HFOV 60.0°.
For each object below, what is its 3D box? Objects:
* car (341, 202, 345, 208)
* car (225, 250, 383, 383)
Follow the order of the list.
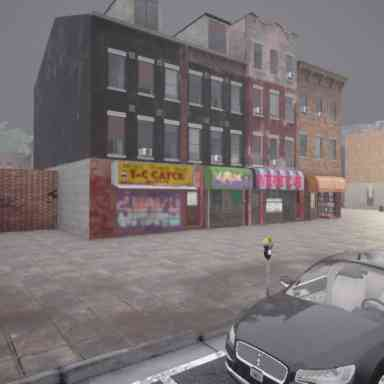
[{"bbox_3d":[16.756,1.471,42.153,1.895,1.301,4.718,0,0,-36],"label":"car"},{"bbox_3d":[2.410,1.552,4.519,4.403,1.369,2.008,0,0,-35],"label":"car"}]
